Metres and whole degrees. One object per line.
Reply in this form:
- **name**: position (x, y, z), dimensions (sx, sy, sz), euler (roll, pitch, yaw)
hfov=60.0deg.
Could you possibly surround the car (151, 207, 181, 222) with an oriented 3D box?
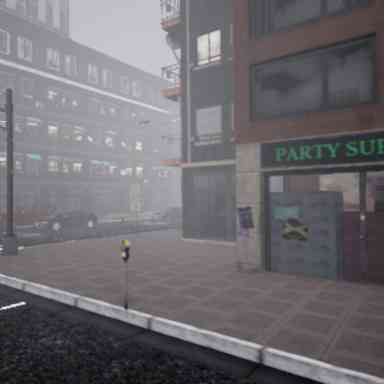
- **car**: position (-2.274, 2.300, 34.860), dimensions (1.812, 1.442, 4.674), euler (-1, -2, 35)

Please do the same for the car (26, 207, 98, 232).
- **car**: position (-9.307, 2.055, 24.807), dimensions (1.837, 1.490, 4.892), euler (-1, -1, 35)

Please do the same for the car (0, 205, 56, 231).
- **car**: position (-12.396, 1.874, 24.938), dimensions (2.192, 1.841, 5.009), euler (-2, -2, 35)
